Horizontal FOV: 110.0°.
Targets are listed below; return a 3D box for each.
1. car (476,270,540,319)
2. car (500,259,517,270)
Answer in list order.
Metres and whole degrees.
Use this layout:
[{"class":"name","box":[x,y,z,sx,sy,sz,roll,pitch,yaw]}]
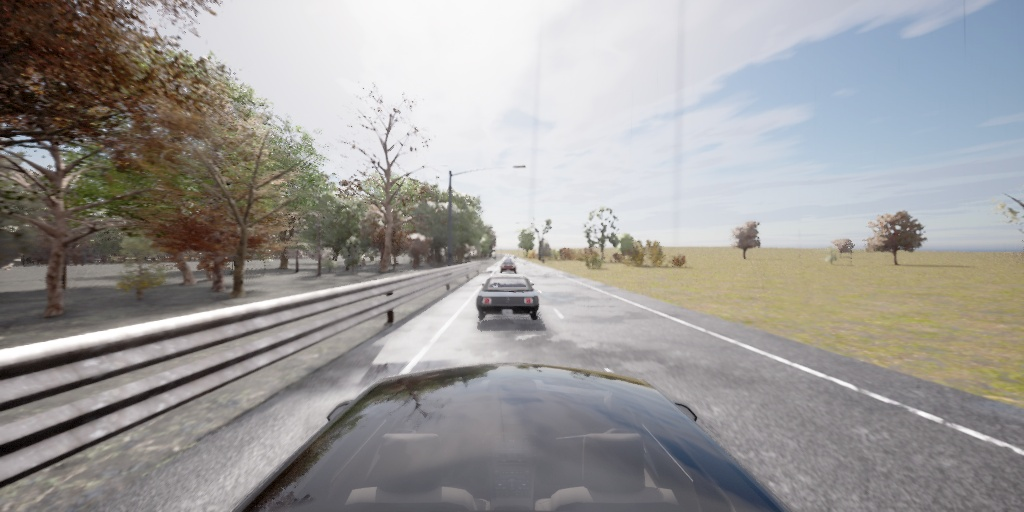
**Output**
[{"class":"car","box":[-0.141,1.337,12.659,1.895,1.301,4.718,0,0,-1]},{"class":"car","box":[-0.429,1.302,42.626,1.895,1.301,4.718,0,0,-1]}]
